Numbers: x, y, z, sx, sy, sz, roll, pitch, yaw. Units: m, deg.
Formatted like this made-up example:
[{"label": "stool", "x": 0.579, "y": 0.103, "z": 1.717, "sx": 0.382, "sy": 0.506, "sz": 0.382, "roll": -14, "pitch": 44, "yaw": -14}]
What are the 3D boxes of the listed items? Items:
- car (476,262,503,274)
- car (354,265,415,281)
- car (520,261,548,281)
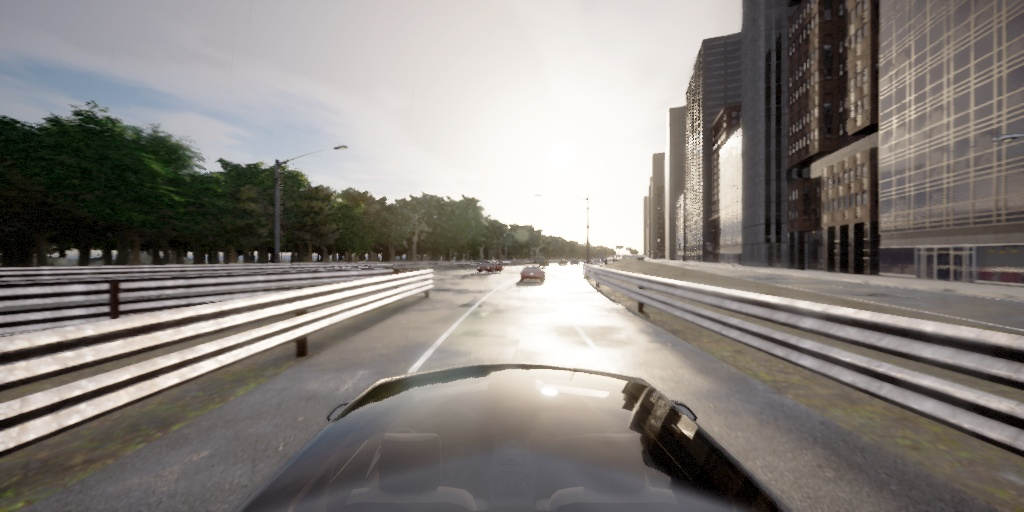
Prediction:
[{"label": "car", "x": -2.607, "y": 1.426, "z": 43.857, "sx": 1.895, "sy": 1.301, "sz": 4.718, "roll": 0, "pitch": 0, "yaw": 18}, {"label": "car", "x": -8.757, "y": 1.313, "z": 25.190, "sx": 1.895, "sy": 1.301, "sz": 4.718, "roll": 0, "pitch": 0, "yaw": 18}, {"label": "car", "x": 1.806, "y": 1.378, "z": 30.435, "sx": 1.994, "sy": 1.385, "sz": 4.181, "roll": 0, "pitch": 0, "yaw": 7}]
